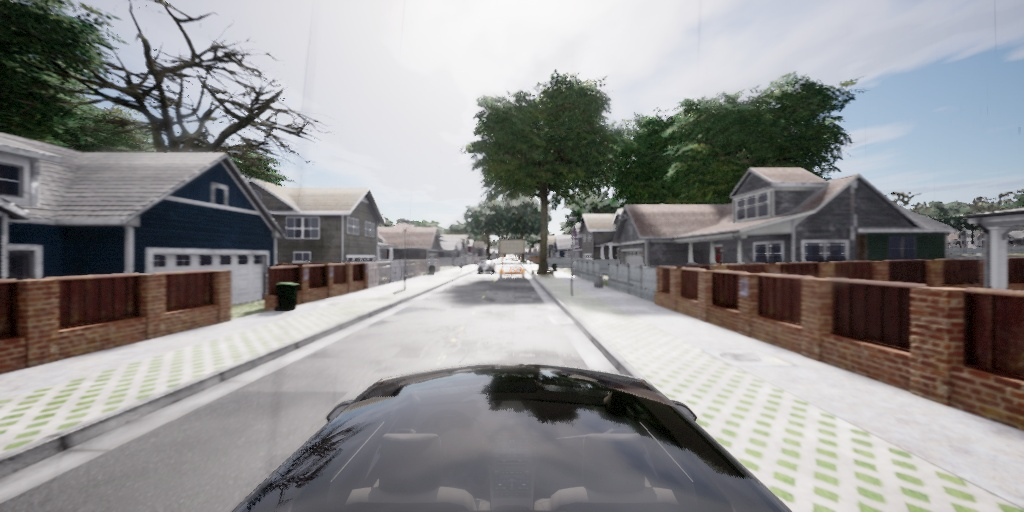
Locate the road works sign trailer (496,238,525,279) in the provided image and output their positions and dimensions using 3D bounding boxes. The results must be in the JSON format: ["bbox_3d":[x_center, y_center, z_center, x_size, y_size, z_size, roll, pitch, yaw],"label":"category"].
[{"bbox_3d":[0.008,0.182,32.425,2.380,3.560,2.880,0,0,0],"label":"road works sign trailer"}]

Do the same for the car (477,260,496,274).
[{"bbox_3d":[-2.833,1.195,40.316,2.128,1.511,4.902,0,0,0],"label":"car"}]
